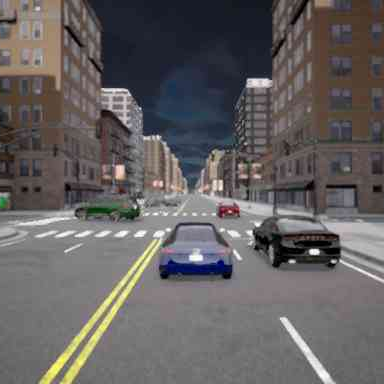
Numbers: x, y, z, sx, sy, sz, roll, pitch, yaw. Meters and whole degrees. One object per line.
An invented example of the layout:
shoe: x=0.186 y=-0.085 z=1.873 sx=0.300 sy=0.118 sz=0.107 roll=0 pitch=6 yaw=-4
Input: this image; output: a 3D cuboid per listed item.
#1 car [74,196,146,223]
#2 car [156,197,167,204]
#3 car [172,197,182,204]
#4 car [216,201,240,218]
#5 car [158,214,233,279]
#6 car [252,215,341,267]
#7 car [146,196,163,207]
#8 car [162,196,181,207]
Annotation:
car: x=-6.842 y=1.314 z=26.859 sx=5.566 sy=2.045 sz=2.150 roll=0 pitch=-1 yaw=25
car: x=-6.403 y=1.714 z=69.438 sx=1.837 sy=1.490 sz=4.892 roll=0 pitch=0 yaw=0
car: x=-3.154 y=1.711 z=68.948 sx=1.837 sy=1.490 sz=4.892 roll=0 pitch=0 yaw=0
car: x=3.389 y=1.582 z=31.956 sx=1.882 sy=1.535 sz=5.008 roll=0 pitch=0 yaw=0
car: x=0.101 y=1.597 z=10.193 sx=1.994 sy=1.385 sz=4.181 roll=0 pitch=0 yaw=0
car: x=3.352 y=1.516 z=11.567 sx=1.882 sy=1.535 sz=5.008 roll=0 pitch=-1 yaw=0
car: x=-6.492 y=1.663 z=54.077 sx=2.128 sy=1.511 sz=4.902 roll=0 pitch=0 yaw=0
car: x=-3.243 y=1.677 z=53.829 sx=1.837 sy=1.490 sz=4.892 roll=0 pitch=-1 yaw=0
